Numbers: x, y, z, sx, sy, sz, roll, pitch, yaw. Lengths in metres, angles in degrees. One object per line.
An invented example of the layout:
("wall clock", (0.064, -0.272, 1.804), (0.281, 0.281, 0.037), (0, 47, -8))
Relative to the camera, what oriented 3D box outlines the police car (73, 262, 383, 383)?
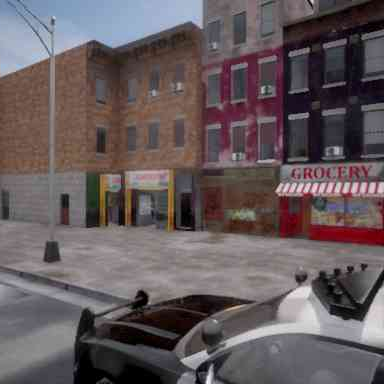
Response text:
("police car", (1.081, 1.425, 2.509), (5.238, 1.638, 1.930), (0, 0, 36))
